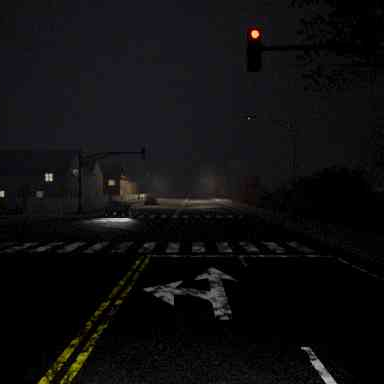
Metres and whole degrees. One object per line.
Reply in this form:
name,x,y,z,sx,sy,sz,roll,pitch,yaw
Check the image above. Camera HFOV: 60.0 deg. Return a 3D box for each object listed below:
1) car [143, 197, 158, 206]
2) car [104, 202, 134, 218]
car,-6.395,1.520,52.310,2.033,1.411,5.357,0,0,0
car,-6.439,1.591,29.667,1.994,1.385,4.181,0,0,0
